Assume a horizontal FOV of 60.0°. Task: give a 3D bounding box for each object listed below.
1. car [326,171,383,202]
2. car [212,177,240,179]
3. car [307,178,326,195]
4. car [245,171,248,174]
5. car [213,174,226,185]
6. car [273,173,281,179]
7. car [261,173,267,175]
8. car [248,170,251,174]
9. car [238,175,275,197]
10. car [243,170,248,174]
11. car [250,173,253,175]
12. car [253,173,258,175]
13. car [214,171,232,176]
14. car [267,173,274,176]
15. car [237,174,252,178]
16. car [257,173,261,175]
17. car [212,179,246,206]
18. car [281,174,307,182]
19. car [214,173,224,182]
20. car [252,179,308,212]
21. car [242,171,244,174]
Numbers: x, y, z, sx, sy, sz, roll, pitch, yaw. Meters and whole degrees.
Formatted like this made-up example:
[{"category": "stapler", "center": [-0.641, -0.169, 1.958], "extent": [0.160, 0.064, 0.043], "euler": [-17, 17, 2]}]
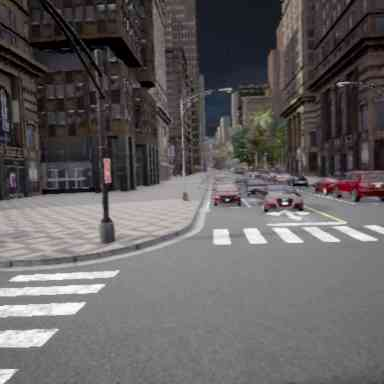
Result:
[{"category": "car", "center": [10.739, -0.416, 21.284], "extent": [2.192, 1.841, 5.009], "euler": [-1, 3, 4]}, {"category": "car", "center": [2.625, -0.255, 27.414], "extent": [2.008, 1.369, 4.403], "euler": [-1, 3, 4]}, {"category": "car", "center": [11.125, -0.531, 26.814], "extent": [1.887, 1.381, 4.507], "euler": [-1, 3, 4]}, {"category": "car", "center": [14.919, -4.120, 81.980], "extent": [1.947, 1.339, 4.313], "euler": [-1, 4, 4]}, {"category": "car", "center": [4.521, -2.128, 54.989], "extent": [1.967, 1.590, 4.097], "euler": [-1, 4, 4]}, {"category": "car", "center": [12.276, -1.609, 43.533], "extent": [1.752, 1.417, 4.829], "euler": [-1, 4, 4]}, {"category": "car", "center": [13.021, -2.399, 54.392], "extent": [1.967, 1.590, 4.097], "euler": [-1, 4, 4]}, {"category": "car", "center": [14.551, -3.798, 76.631], "extent": [1.752, 1.417, 4.829], "euler": [-1, 4, 4]}, {"category": "car", "center": [5.370, -0.419, 28.445], "extent": [2.033, 1.411, 5.357], "euler": [-2, 3, 4]}, {"category": "car", "center": [15.308, -4.548, 87.661], "extent": [1.752, 1.417, 4.829], "euler": [-1, 4, 4]}, {"category": "car", "center": [14.162, -3.374, 70.949], "extent": [1.947, 1.339, 4.313], "euler": [-1, 4, 4]}, {"category": "car", "center": [13.783, -3.003, 65.433], "extent": [1.947, 1.339, 4.313], "euler": [-1, 4, 4]}, {"category": "car", "center": [3.758, -1.537, 43.949], "extent": [2.192, 1.841, 5.009], "euler": [-1, 4, 4]}, {"category": "car", "center": [12.645, -1.897, 48.884], "extent": [1.802, 1.307, 4.206], "euler": [-1, 4, 4]}, {"category": "car", "center": [6.427, -1.312, 43.382], "extent": [1.895, 1.301, 4.718], "euler": [-2, 4, 5]}, {"category": "car", "center": [13.404, -2.621, 59.917], "extent": [1.802, 1.307, 4.206], "euler": [-1, 4, 4]}, {"category": "car", "center": [2.246, 0.084, 21.898], "extent": [1.887, 1.381, 4.507], "euler": [-1, 3, 4]}, {"category": "car", "center": [11.885, -1.205, 37.849], "extent": [1.947, 1.339, 4.313], "euler": [-1, 4, 4]}, {"category": "car", "center": [5.279, -2.858, 66.020], "extent": [1.967, 1.590, 4.097], "euler": [-1, 4, 4]}, {"category": "car", "center": [4.664, 0.241, 18.150], "extent": [1.994, 1.385, 4.181], "euler": [-2, 3, 4]}, {"category": "car", "center": [15.687, -4.924, 93.176], "extent": [1.752, 1.417, 4.829], "euler": [-1, 4, 4]}]
